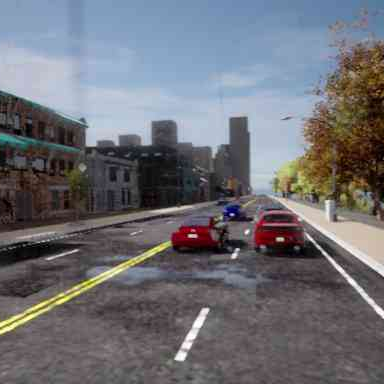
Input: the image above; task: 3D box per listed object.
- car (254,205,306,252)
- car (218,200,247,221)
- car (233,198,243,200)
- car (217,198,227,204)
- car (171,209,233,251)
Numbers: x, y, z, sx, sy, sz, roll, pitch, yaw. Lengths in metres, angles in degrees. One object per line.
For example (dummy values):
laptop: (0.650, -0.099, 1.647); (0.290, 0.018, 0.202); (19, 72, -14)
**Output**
car: (3.681, 1.542, 14.250); (1.882, 1.535, 5.008); (-1, 0, 13)
car: (3.801, 1.705, 29.505); (1.812, 1.442, 4.674); (-1, 0, 13)
car: (9.810, 1.940, 70.800); (1.812, 1.442, 4.674); (-1, 0, 13)
car: (6.641, 2.000, 71.518); (2.033, 1.411, 5.357); (-1, 0, 13)
car: (0.477, 1.672, 14.808); (1.994, 1.385, 4.181); (-1, 0, 13)
